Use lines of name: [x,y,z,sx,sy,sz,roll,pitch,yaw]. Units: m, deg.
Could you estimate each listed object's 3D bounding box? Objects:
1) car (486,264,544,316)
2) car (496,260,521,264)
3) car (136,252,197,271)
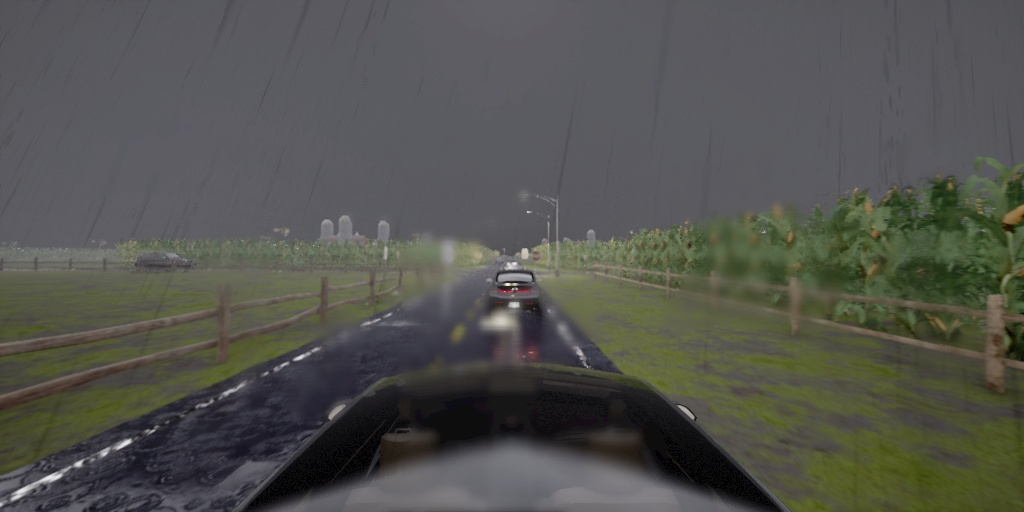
car: [0.100,1.222,13.106,1.837,1.490,4.892,0,0,0]
car: [0.117,1.220,26.637,2.033,1.411,5.357,0,0,1]
car: [-38.658,0.625,40.133,5.566,2.045,2.150,0,0,1]
